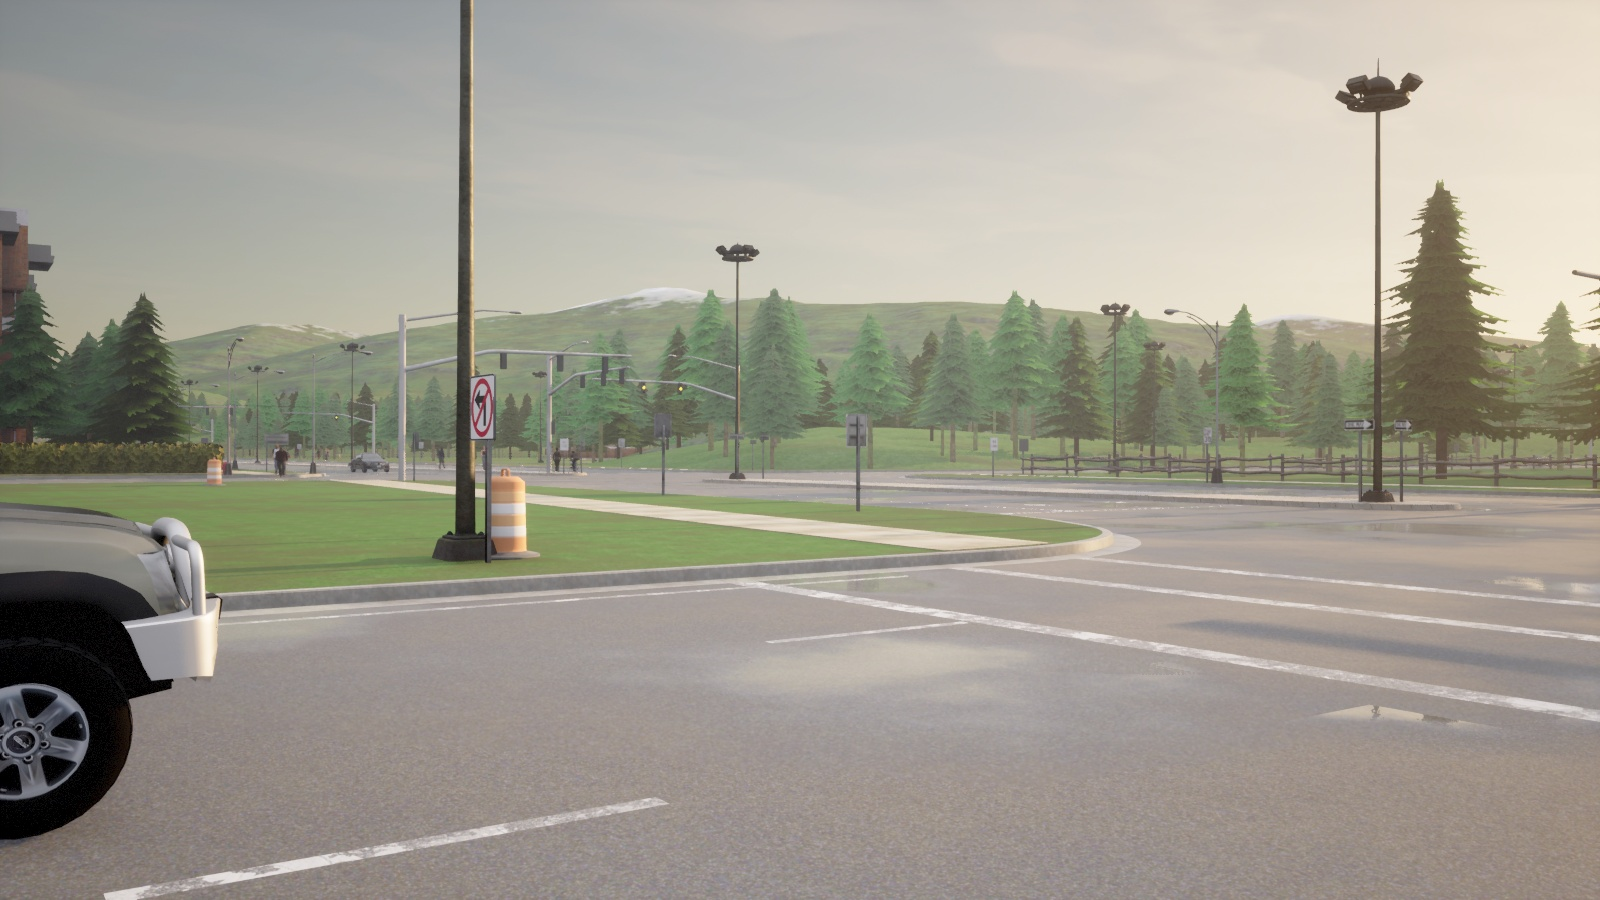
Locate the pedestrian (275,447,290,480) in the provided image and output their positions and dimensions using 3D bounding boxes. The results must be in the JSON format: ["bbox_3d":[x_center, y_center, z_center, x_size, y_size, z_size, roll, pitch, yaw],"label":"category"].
[{"bbox_3d":[-29.411,0.774,71.359,0.634,1.844,0.899,0,0,-30],"label":"pedestrian"}]

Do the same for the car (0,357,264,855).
[{"bbox_3d":[-4.662,0.583,4.678,4.605,1.855,1.932,0,0,-35],"label":"car"}]

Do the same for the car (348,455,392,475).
[{"bbox_3d":[-31.644,1.063,92.293,1.812,1.442,4.674,0,0,-35],"label":"car"}]
